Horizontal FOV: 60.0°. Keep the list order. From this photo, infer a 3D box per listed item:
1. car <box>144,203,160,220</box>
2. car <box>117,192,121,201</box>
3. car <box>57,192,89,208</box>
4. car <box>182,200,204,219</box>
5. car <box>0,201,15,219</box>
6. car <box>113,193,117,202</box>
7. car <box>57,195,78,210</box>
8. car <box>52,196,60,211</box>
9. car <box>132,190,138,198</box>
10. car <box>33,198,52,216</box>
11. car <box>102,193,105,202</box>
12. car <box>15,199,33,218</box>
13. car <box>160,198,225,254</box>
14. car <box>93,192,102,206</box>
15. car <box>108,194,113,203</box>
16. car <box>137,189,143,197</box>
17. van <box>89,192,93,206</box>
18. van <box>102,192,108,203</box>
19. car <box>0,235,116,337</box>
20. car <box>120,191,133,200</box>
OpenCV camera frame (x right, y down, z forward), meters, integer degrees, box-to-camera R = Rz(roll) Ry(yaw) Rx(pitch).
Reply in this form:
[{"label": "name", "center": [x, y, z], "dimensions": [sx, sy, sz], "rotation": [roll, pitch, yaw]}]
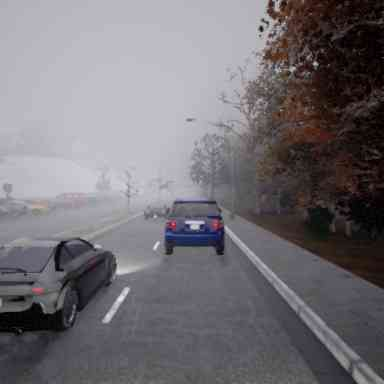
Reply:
[{"label": "car", "center": [-2.907, 1.632, 28.734], "dimensions": [1.895, 1.301, 4.718], "rotation": [0, 0, 0]}, {"label": "car", "center": [-16.834, 1.197, 64.885], "dimensions": [4.792, 1.488, 2.163], "rotation": [-1, 0, -20]}, {"label": "car", "center": [-16.899, 1.162, 43.952], "dimensions": [5.566, 2.045, 2.435], "rotation": [-1, 1, -20]}, {"label": "car", "center": [0.093, 1.530, 30.428], "dimensions": [1.837, 1.490, 4.892], "rotation": [0, 0, 0]}, {"label": "car", "center": [-16.873, 1.571, 26.059], "dimensions": [4.674, 1.452, 2.002], "rotation": [-1, 0, -20]}, {"label": "car", "center": [-16.857, 1.243, 61.866], "dimensions": [4.674, 1.452, 2.002], "rotation": [-1, 1, -20]}, {"label": "car", "center": [-16.867, 1.482, 40.984], "dimensions": [4.674, 1.452, 2.002], "rotation": [-1, 1, -20]}, {"label": "car", "center": [-16.846, 1.522, 35.027], "dimensions": [4.792, 1.488, 2.163], "rotation": [-1, 0, -20]}, {"label": "car", "center": [-17.023, 0.954, 82.813], "dimensions": [5.366, 1.575, 1.946], "rotation": [-1, 1, -20]}, {"label": "car", "center": [-16.703, 1.504, 32.100], "dimensions": [5.366, 1.575, 1.946], "rotation": [-1, 0, -20]}, {"label": "car", "center": [-16.860, 1.310, 52.920], "dimensions": [4.892, 1.521, 2.231], "rotation": [-1, 1, -20]}, {"label": "car", "center": [-16.903, 1.555, 29.031], "dimensions": [4.792, 1.488, 2.163], "rotation": [-1, 0, -20]}, {"label": "car", "center": [0.096, 1.250, 13.724], "dimensions": [2.150, 2.045, 5.566], "rotation": [0, 0, 0]}, {"label": "car", "center": [-16.845, 1.092, 49.948], "dimensions": [5.566, 2.045, 2.435], "rotation": [-1, 0, -20]}, {"label": "car", "center": [-16.835, 1.112, 58.892], "dimensions": [4.553, 1.767, 2.185], "rotation": [-1, 1, -20]}, {"label": "car", "center": [-16.826, 0.619, 88.901], "dimensions": [5.566, 2.045, 2.435], "rotation": [-1, 1, -20]}, {"label": "van", "center": [-16.763, 1.151, 46.996], "dimensions": [4.442, 1.987, 1.878], "rotation": [-1, 0, -20]}, {"label": "van", "center": [-16.976, 1.050, 55.856], "dimensions": [4.442, 1.987, 1.878], "rotation": [-1, 1, -20]}, {"label": "car", "center": [-2.916, 1.572, 6.829], "dimensions": [1.994, 1.385, 4.181], "rotation": [0, 0, 0]}, {"label": "car", "center": [-16.829, 1.056, 76.890], "dimensions": [4.792, 1.488, 2.163], "rotation": [-1, 0, -20]}]
